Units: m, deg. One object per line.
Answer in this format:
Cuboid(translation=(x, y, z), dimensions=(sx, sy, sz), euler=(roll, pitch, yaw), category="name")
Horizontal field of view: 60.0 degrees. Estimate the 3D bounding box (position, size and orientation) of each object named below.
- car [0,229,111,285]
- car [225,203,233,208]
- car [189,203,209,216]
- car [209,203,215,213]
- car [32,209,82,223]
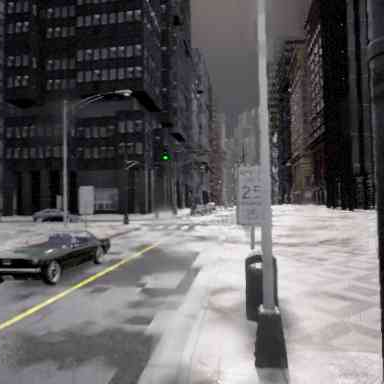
Cuboid(translation=(-4.355, 1.914, 10.625), dimensions=(1.895, 1.301, 4.718), euler=(-1, -1, 9), category="car")
Cuboid(translation=(9.619, 3.553, 86.084), dimensions=(1.895, 1.301, 4.718), euler=(-1, -2, 8), category="car")
Cuboid(translation=(0.845, 2.575, 46.975), dimensions=(1.837, 1.490, 4.892), euler=(-1, -1, 8), category="car")
Cuboid(translation=(2.289, 2.855, 56.823), dimensions=(1.994, 1.385, 4.181), euler=(-1, -2, 9), category="car")
Cuboid(translation=(-13.566, 2.456, 33.544), dimensions=(4.902, 1.511, 2.128), euler=(-1, -3, 8), category="car")
